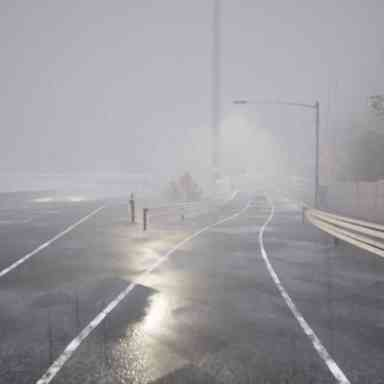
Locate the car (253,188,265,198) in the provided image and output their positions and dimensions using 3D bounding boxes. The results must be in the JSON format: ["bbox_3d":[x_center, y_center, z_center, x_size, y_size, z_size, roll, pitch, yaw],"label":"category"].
[{"bbox_3d":[13.446,0.173,66.657,2.128,1.511,4.902,0,4,9],"label":"car"}]

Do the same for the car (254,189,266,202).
[{"bbox_3d":[11.651,0.854,56.757,1.882,1.535,5.008,0,3,11],"label":"car"}]
